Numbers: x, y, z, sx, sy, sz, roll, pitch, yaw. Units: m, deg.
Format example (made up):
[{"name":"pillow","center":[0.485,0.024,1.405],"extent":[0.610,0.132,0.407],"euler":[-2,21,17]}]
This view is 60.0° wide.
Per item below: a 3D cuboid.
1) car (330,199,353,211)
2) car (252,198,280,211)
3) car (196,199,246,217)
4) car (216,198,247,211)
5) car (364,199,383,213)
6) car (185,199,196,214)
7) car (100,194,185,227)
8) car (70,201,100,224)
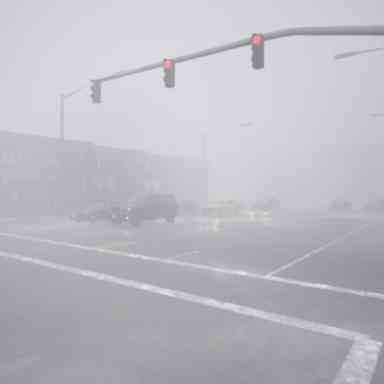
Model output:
[{"name":"car","center":[17.989,1.529,39.947],"extent":[2.033,1.411,5.357],"euler":[0,0,35]},{"name":"car","center":[8.820,1.409,39.427],"extent":[1.882,1.535,5.008],"euler":[0,0,36]},{"name":"car","center":[2.773,1.401,31.061],"extent":[1.882,1.535,5.008],"euler":[0,0,36]},{"name":"car","center":[4.777,1.471,39.822],"extent":[1.994,1.385,4.181],"euler":[0,0,36]},{"name":"car","center":[21.013,1.531,37.951],"extent":[1.812,1.442,4.674],"euler":[0,0,38]},{"name":"car","center":[-1.032,1.404,31.765],"extent":[1.837,1.490,4.892],"euler":[0,0,36]},{"name":"car","center":[-3.190,1.136,22.761],"extent":[2.150,2.045,5.566],"euler":[0,0,36]},{"name":"car","center":[-6.480,1.383,24.190],"extent":[2.128,1.511,4.902],"euler":[0,0,36]}]
